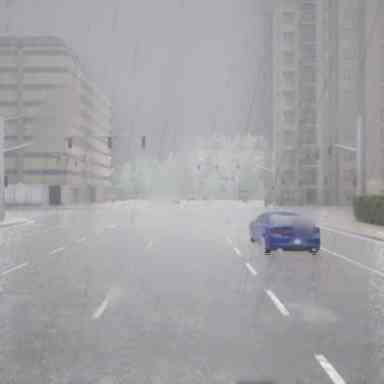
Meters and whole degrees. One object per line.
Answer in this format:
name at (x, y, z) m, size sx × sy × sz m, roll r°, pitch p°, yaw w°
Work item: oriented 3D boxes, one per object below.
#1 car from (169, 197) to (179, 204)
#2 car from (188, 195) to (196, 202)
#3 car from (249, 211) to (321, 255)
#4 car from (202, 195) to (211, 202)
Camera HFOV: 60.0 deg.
car at (-3.517, 1.667, 65.981) m, size 1.812 × 1.442 × 4.674 m, roll 0°, pitch 0°, yaw 0°
car at (-0.013, 1.535, 79.887) m, size 1.812 × 1.442 × 4.674 m, roll 0°, pitch 0°, yaw 0°
car at (3.550, 1.507, 13.530) m, size 1.882 × 1.535 × 5.008 m, roll 0°, pitch 0°, yaw 0°
car at (3.487, 1.511, 79.888) m, size 1.837 × 1.490 × 4.892 m, roll 0°, pitch 0°, yaw 0°
